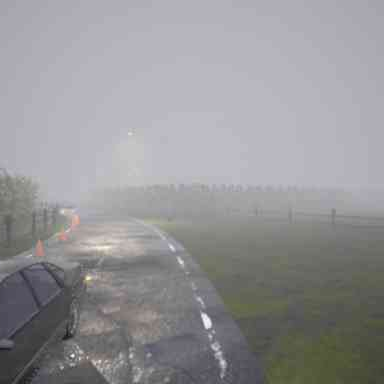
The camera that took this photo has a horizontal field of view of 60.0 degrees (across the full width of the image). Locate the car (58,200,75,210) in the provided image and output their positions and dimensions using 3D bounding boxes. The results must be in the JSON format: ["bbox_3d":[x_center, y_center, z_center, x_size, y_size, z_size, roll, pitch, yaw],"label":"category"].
[{"bbox_3d":[-20.803,2.173,54.805,1.837,1.490,4.892,0,-1,-35],"label":"car"}]

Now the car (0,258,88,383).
[{"bbox_3d":[-2.667,1.601,3.902,2.033,1.411,5.357,0,-1,-4],"label":"car"}]

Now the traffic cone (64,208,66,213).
[{"bbox_3d":[-17.090,2.511,44.874,0.340,0.580,0.340,0,-1,-29],"label":"traffic cone"}]

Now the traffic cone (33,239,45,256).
[{"bbox_3d":[-5.875,2.121,12.791,0.340,0.580,0.340,0,-1,-9],"label":"traffic cone"}]

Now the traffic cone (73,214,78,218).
[{"bbox_3d":[-9.334,2.292,27.000,0.340,0.580,0.340,0,-1,-18],"label":"traffic cone"}]
